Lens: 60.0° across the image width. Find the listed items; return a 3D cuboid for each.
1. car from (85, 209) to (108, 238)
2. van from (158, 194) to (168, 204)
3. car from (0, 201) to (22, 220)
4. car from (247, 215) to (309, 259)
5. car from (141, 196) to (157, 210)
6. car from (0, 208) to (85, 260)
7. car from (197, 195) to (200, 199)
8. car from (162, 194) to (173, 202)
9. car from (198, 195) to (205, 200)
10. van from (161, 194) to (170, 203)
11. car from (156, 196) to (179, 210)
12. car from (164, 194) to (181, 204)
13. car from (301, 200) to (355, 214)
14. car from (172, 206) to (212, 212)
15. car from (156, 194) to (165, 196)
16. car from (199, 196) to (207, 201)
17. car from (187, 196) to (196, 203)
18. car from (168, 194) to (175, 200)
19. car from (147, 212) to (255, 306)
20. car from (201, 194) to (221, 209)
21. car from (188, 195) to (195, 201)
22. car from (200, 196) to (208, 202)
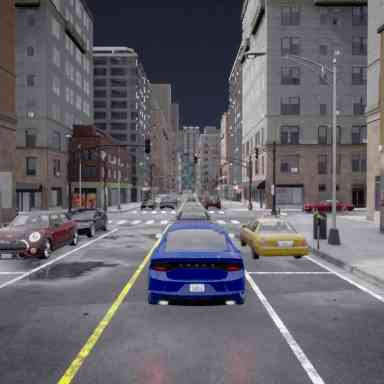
[{"bbox_3d":[-5.704,1.571,17.703,1.947,1.339,4.313,-1,0,0],"label":"car"},{"bbox_3d":[-5.784,1.398,66.920,1.690,1.788,3.998,-1,0,0],"label":"van"},{"bbox_3d":[-18.073,1.664,29.486,5.008,1.535,1.882,-1,1,-1],"label":"car"},{"bbox_3d":[2.829,1.527,12.391,1.752,1.417,4.829,-1,0,0],"label":"car"},{"bbox_3d":[-5.747,1.601,44.577,1.947,1.339,4.313,-1,0,0],"label":"car"},{"bbox_3d":[-5.697,1.442,12.207,1.967,1.590,4.097,-1,0,0],"label":"car"},{"bbox_3d":[2.747,1.372,66.933,2.192,1.841,5.009,-1,0,0],"label":"car"},{"bbox_3d":[-5.801,1.379,78.092,2.192,1.841,5.009,-1,0,0],"label":"car"},{"bbox_3d":[2.713,1.623,94.862,2.008,1.369,4.403,-1,0,0],"label":"car"},{"bbox_3d":[-5.792,1.402,72.506,1.690,1.788,3.998,-1,0,0],"label":"van"},{"bbox_3d":[-3.167,1.582,43.642,2.033,1.411,5.357,0,0,0],"label":"car"},{"bbox_3d":[-3.174,1.553,54.806,1.837,1.490,4.892,0,0,0],"label":"car"},{"bbox_3d":[13.308,1.458,32.848,4.718,1.301,1.895,-1,1,-1],"label":"car"},{"bbox_3d":[0.073,1.606,17.489,1.895,1.301,4.718,0,0,0],"label":"car"},{"bbox_3d":[-5.764,1.573,55.578,1.752,1.417,4.829,-1,0,0],"label":"car"},{"bbox_3d":[2.728,1.633,83.690,1.947,1.339,4.313,-1,0,0],"label":"car"},{"bbox_3d":[-0.115,1.579,74.019,2.128,1.511,4.902,0,0,0],"label":"car"},{"bbox_3d":[-5.825,1.513,94.849,1.967,1.590,4.097,-1,0,0],"label":"car"},{"bbox_3d":[0.084,1.478,8.126,1.882,1.535,5.008,0,0,0],"label":"car"},{"bbox_3d":[2.776,1.350,44.589,2.192,1.841,5.009,-1,0,0],"label":"car"},{"bbox_3d":[-0.132,1.537,84.471,1.895,1.301,4.718,0,0,0],"label":"car"},{"bbox_3d":[2.735,1.590,78.275,1.752,1.417,4.829,-1,0,0],"label":"car"}]
